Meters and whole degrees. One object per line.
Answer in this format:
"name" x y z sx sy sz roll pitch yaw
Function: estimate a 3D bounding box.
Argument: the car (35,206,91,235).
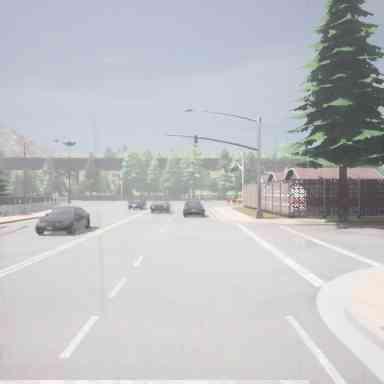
"car" -7.070 1.531 18.804 1.812 1.442 4.674 0 0 0

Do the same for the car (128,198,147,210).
"car" -6.968 1.505 42.650 2.128 1.511 4.902 0 0 0

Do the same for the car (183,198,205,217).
"car" 0.174 1.573 31.140 1.994 1.385 4.181 0 0 -1

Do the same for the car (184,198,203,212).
"car" 0.152 1.503 40.042 2.128 1.511 4.902 0 0 1

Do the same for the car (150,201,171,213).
"car" -3.368 1.611 36.462 1.895 1.301 4.718 0 0 0
